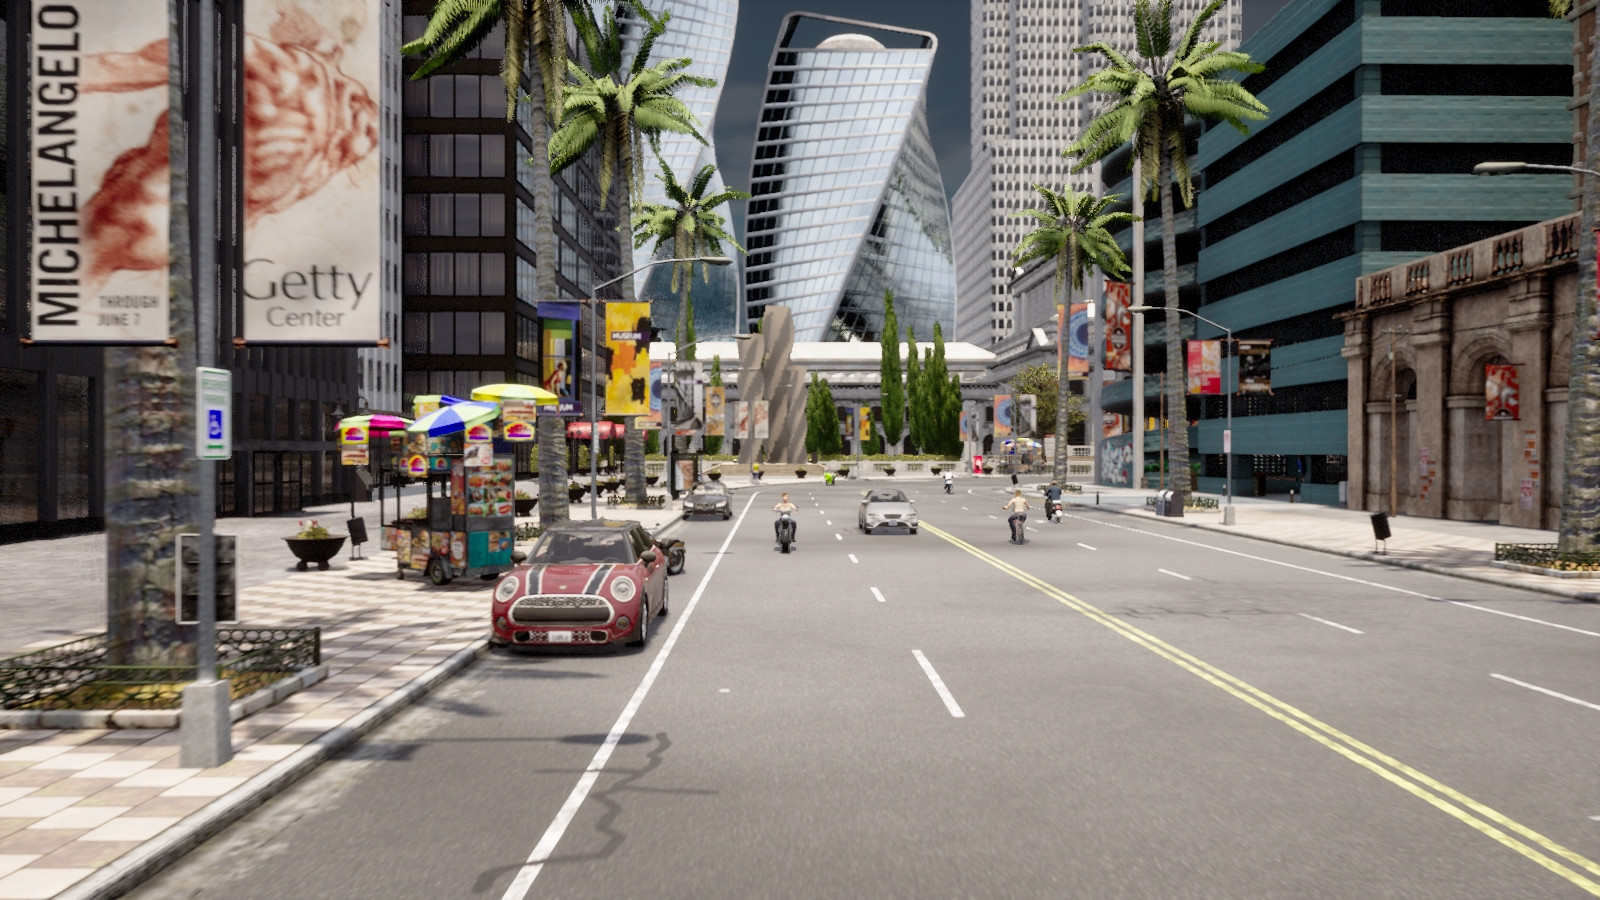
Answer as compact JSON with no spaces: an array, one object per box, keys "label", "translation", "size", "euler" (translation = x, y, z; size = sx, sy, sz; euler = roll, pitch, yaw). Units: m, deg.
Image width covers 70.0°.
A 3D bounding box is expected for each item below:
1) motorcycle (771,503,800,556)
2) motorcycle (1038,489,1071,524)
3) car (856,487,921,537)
[{"label":"motorcycle","translation":[-0.400,2.172,31.535],"size":[0.764,1.277,2.356],"euler":[0,0,-1]},{"label":"motorcycle","translation":[9.872,2.186,44.446],"size":[0.856,1.236,1.805],"euler":[0,0,-1]},{"label":"car","translation":[2.965,2.069,39.014],"size":[1.816,1.474,4.193],"euler":[0,0,-1]}]
